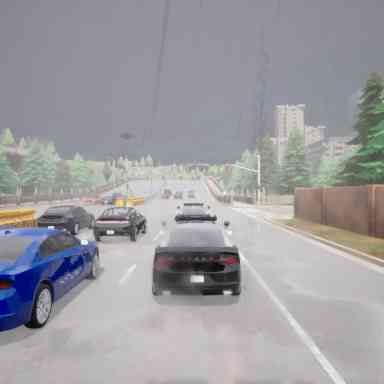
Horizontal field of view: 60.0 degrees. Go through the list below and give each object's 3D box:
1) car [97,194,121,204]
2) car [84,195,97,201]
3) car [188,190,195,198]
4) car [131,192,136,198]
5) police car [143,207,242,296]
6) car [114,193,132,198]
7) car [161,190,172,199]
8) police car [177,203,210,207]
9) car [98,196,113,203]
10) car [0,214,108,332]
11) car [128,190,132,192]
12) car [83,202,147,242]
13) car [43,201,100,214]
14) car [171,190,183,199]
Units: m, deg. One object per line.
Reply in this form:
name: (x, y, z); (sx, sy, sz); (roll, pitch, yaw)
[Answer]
car: (-14.077, 1.491, 56.788); (2.128, 1.511, 4.902); (0, 0, -1)
car: (-17.589, 1.352, 58.974); (2.097, 1.767, 4.553); (0, 0, 0)
car: (-0.154, 0.931, 91.272); (1.895, 1.301, 4.718); (0, 4, 0)
car: (-14.072, 1.435, 77.200); (1.882, 1.535, 5.008); (0, 0, 0)
police car: (0.097, 1.425, 8.820); (1.930, 1.638, 5.238); (0, 0, 0)
car: (-14.037, 1.477, 66.870); (1.882, 1.535, 5.008); (0, 0, 0)
car: (-7.138, 1.071, 88.486); (1.994, 1.385, 4.181); (0, 4, 0)
police car: (0.092, 1.425, 18.723); (1.930, 1.638, 5.238); (0, 0, 0)
car: (-17.524, 1.553, 67.510); (1.994, 1.385, 4.181); (0, 0, 0)
car: (-3.403, 1.478, 6.974); (1.882, 1.535, 5.008); (0, 0, 0)
car: (-17.664, 0.174, 93.024); (2.097, 1.767, 4.553); (0, 4, 0)
car: (-3.415, 1.492, 16.480); (2.128, 1.511, 4.902); (0, 0, 1)
car: (-6.906, 1.505, 18.682); (1.837, 1.490, 4.892); (0, 0, 0)
car: (-3.635, 0.903, 88.063); (2.097, 1.767, 4.553); (0, 3, 0)
